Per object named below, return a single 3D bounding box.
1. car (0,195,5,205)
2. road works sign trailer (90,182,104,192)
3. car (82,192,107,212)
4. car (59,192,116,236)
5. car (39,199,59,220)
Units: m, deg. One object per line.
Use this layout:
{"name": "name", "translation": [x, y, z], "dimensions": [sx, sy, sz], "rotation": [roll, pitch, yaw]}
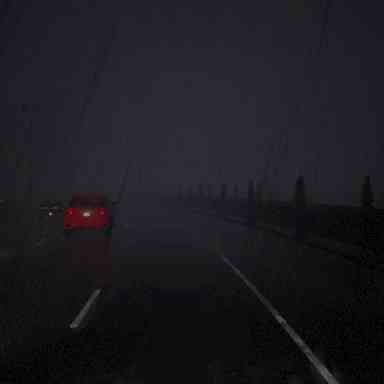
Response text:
{"name": "car", "translation": [-26.246, 1.119, 44.372], "dimensions": [2.097, 1.767, 4.553], "rotation": [0, 1, -29]}
{"name": "road works sign trailer", "translation": [-15.763, 0.167, 54.865], "dimensions": [2.380, 3.560, 2.880], "rotation": [0, 0, -34]}
{"name": "car", "translation": [-10.957, 1.023, 37.053], "dimensions": [2.150, 2.045, 5.566], "rotation": [0, 1, -22]}
{"name": "car", "translation": [-5.351, 1.124, 17.941], "dimensions": [2.150, 2.045, 5.566], "rotation": [0, 0, -11]}
{"name": "car", "translation": [-11.176, 1.361, 27.021], "dimensions": [1.837, 1.490, 4.892], "rotation": [0, 0, -16]}
